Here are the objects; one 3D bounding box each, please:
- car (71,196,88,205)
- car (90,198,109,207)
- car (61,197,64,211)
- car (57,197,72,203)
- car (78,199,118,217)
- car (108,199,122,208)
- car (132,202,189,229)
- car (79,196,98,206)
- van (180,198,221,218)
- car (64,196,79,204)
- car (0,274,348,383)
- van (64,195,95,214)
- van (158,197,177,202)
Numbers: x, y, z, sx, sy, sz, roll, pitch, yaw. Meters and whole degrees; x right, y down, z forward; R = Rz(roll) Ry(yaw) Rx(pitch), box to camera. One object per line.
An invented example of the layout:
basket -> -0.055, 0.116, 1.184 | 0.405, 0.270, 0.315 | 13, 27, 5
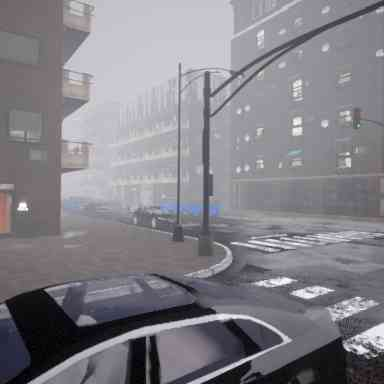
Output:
car -> -21.332, 1.606, 62.923 | 1.967, 1.590, 4.097 | 1, -1, -35
car -> -14.979, 1.730, 53.713 | 1.802, 1.307, 4.206 | 1, -1, -35
car -> -15.110, 1.581, 40.029 | 2.008, 1.369, 4.403 | 1, -1, -35
car -> -27.688, 1.728, 72.131 | 1.887, 1.381, 4.507 | 1, -1, -35
car -> -8.755, 1.592, 30.820 | 1.802, 1.307, 4.206 | 1, -1, -35
car -> -11.801, 1.683, 49.109 | 1.887, 1.381, 4.507 | 1, -1, -35
car -> -2.400, 1.540, 21.611 | 2.008, 1.369, 4.403 | 1, -1, -35
car -> -18.155, 1.597, 58.318 | 1.967, 1.590, 4.097 | 1, -1, -35
van -> 0.910, 1.439, 30.692 | 1.690, 1.788, 3.998 | 1, -1, -35
car -> -24.509, 1.615, 67.527 | 1.967, 1.590, 4.097 | 1, -1, -35
car -> -0.859, 1.492, 2.333 | 4.902, 1.511, 2.128 | 0, 0, -35
van -> -11.931, 1.361, 35.426 | 1.690, 1.788, 3.998 | 1, -1, -35
van -> -2.268, 1.450, 35.297 | 1.690, 1.788, 3.998 | 1, -1, -35
